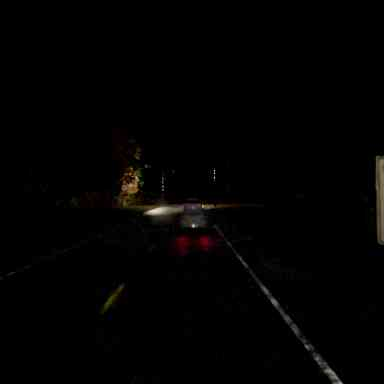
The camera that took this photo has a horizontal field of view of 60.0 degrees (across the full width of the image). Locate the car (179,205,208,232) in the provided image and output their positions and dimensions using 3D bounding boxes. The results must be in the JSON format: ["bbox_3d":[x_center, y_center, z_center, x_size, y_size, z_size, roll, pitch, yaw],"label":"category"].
[{"bbox_3d":[0.093,1.828,22.166,1.812,1.442,4.674,0,-1,0],"label":"car"}]

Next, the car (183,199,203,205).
[{"bbox_3d":[0.101,1.808,40.549,2.150,2.045,5.566,0,-1,0],"label":"car"}]
